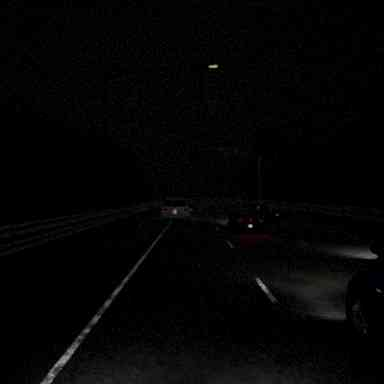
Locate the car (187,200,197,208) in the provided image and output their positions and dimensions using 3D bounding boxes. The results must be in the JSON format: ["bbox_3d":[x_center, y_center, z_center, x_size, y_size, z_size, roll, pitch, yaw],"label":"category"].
[{"bbox_3d":[-0.031,2.142,60.039,1.837,1.490,4.892,0,-1,0],"label":"car"}]

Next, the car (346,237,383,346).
[{"bbox_3d":[3.600,1.388,3.691,2.097,1.767,4.553,0,-1,0],"label":"car"}]

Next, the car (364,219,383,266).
[{"bbox_3d":[7.096,1.636,9.087,2.033,1.411,5.357,0,-1,0],"label":"car"}]

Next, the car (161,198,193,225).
[{"bbox_3d":[-1.238,1.489,26.572,2.150,2.045,5.566,0,-1,0],"label":"car"}]

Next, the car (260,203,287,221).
[{"bbox_3d":[7.085,1.780,30.157,1.882,1.535,5.008,0,-1,0],"label":"car"}]

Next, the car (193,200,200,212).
[{"bbox_3d":[-0.011,1.975,45.551,1.837,1.490,4.892,0,0,0],"label":"car"}]

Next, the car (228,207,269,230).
[{"bbox_3d":[3.589,1.825,22.670,1.895,1.301,4.718,0,-1,0],"label":"car"}]
